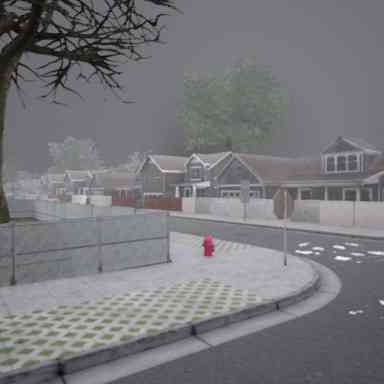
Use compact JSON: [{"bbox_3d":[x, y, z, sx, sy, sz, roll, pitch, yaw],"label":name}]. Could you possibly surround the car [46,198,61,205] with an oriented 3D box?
[{"bbox_3d":[-19.332,1.588,46.407,1.812,1.442,4.674,0,0,-36],"label":"car"}]
